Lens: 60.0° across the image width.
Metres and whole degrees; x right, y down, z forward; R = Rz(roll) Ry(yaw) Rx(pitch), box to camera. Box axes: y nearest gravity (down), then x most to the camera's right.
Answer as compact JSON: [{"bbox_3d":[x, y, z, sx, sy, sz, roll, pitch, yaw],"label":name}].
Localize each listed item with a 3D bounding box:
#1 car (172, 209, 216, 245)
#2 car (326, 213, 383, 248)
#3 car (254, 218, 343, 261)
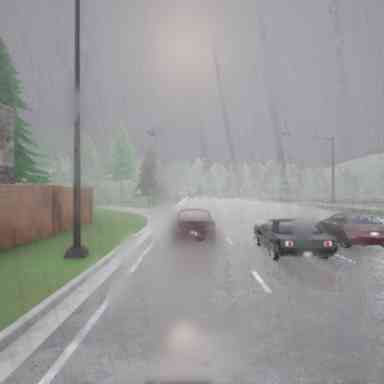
[{"bbox_3d":[0.092,1.522,15.756,1.882,1.535,5.008,0,0,0],"label":"car"},{"bbox_3d":[7.088,1.605,14.912,1.994,1.385,4.181,0,0,0],"label":"car"},{"bbox_3d":[3.584,1.636,12.489,1.895,1.301,4.718,0,0,0],"label":"car"}]
